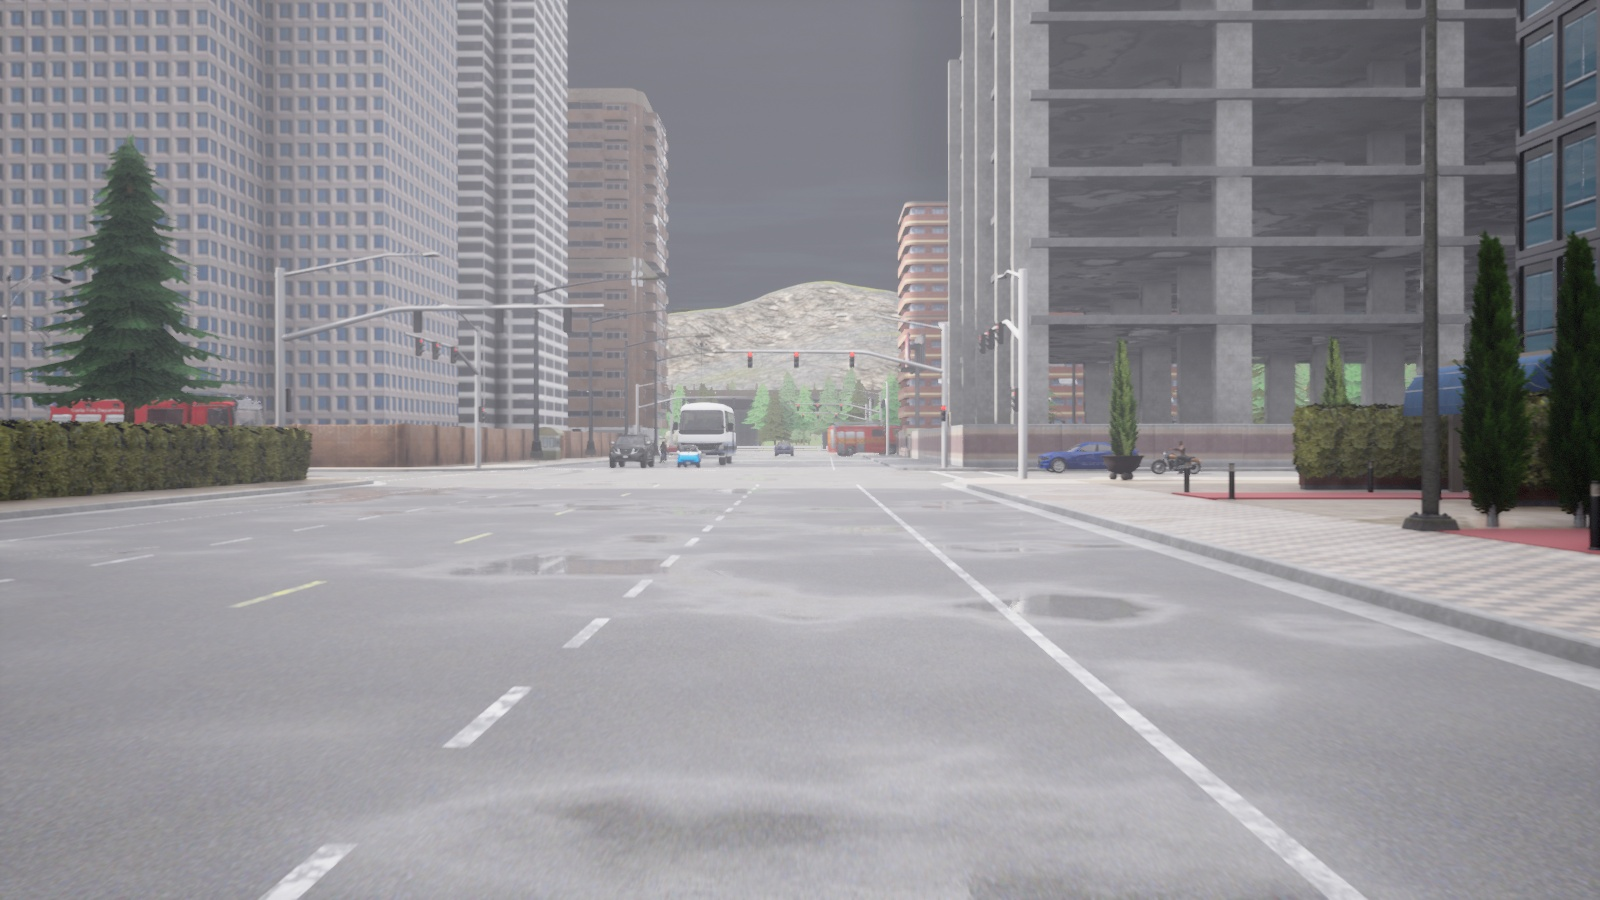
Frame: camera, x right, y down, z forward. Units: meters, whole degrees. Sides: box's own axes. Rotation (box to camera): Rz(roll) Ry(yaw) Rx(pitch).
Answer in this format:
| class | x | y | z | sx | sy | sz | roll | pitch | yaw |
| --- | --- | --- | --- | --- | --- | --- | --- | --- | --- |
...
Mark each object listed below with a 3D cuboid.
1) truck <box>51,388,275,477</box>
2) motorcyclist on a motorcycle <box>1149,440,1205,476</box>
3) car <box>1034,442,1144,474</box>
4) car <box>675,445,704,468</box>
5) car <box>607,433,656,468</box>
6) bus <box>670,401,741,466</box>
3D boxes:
| class | x | y | z | sx | sy | sz | roll | pitch | yaw |
| --- | --- | --- | --- | --- | --- | --- | --- | --- | --- |
| truck | -28.066 | -0.754 | 55.567 | 8.468 | 3.827 | 2.891 | 0 | 0 | 1 |
| motorcyclist on a motorcycle | 17.550 | 0.381 | 58.514 | 2.350 | 1.649 | 0.766 | 0 | 0 | 1 |
| car | 14.258 | 0.386 | 62.055 | 5.008 | 1.535 | 1.882 | 0 | 0 | 1 |
| car | -6.714 | 0.365 | 76.410 | 1.481 | 1.376 | 2.207 | 0 | 0 | 1 |
| car | -10.211 | 0.026 | 76.581 | 2.150 | 2.045 | 5.566 | 0 | 0 | 1 |
| bus | -6.476 | -1.129 | 87.721 | 3.944 | 4.253 | 10.273 | 0 | 0 | 1 |
